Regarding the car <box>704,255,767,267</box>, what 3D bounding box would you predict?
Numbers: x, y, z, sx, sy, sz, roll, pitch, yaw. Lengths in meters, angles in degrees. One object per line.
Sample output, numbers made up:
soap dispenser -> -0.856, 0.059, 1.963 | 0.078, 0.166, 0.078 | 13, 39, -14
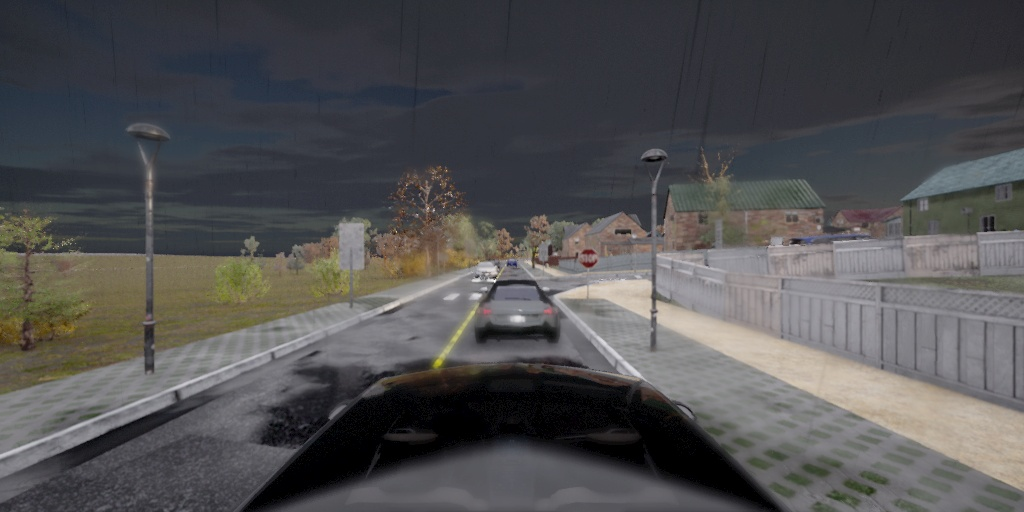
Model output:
car -> 14.294, 0.410, 23.070 | 5.357, 1.411, 2.033 | -3, 0, 14

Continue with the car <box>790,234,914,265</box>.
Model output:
car -> 17.974, -0.151, 19.148 | 5.566, 2.045, 2.150 | -3, 0, 15

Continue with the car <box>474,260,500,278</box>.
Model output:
car -> -2.403, 1.292, 32.530 | 1.812, 1.442, 4.674 | 0, 0, -7

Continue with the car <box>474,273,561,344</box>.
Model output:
car -> 0.100, 1.316, 9.633 | 1.994, 1.385, 4.181 | 0, 0, -1

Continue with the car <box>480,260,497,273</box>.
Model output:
car -> -2.858, 1.285, 44.887 | 1.837, 1.490, 4.892 | 0, 0, 0
